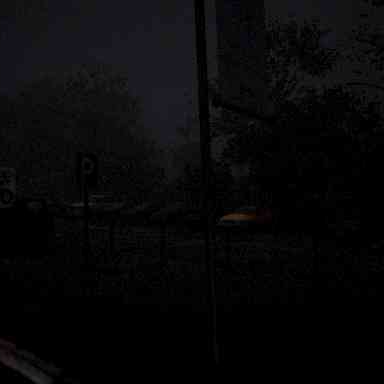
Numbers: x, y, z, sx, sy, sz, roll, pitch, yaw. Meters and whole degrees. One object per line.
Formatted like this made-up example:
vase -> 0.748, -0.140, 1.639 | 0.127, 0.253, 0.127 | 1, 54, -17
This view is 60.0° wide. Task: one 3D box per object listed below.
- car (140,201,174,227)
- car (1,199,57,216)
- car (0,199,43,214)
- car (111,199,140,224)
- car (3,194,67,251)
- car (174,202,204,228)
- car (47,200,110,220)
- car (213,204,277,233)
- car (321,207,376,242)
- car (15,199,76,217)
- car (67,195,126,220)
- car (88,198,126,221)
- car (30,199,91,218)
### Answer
car -> -0.979, 1.497, 23.367 | 2.231, 1.521, 4.892 | 0, 0, 35
car -> -16.846, 1.527, 34.579 | 2.163, 1.488, 4.792 | 0, 0, 35
car -> -19.082, 1.515, 36.237 | 2.163, 1.488, 4.792 | 0, 0, 35
car -> -3.244, 1.498, 24.972 | 2.097, 1.535, 5.008 | 0, 0, 35
car -> -7.858, 1.243, 12.167 | 2.435, 2.045, 5.566 | 0, 0, 35
car -> 1.297, 1.524, 21.779 | 2.163, 1.488, 4.792 | 0, 0, 35
car -> -10.041, 1.505, 29.780 | 2.231, 1.521, 4.892 | 0, 0, 35
car -> 3.437, 1.489, 19.998 | 1.946, 1.575, 5.366 | 0, 0, 35
car -> 8.056, 1.518, 16.914 | 2.163, 1.488, 4.792 | 0, 0, 35
car -> -14.461, 1.497, 33.150 | 1.946, 1.575, 5.366 | 0, 0, 35
car -> -7.791, 1.251, 28.157 | 2.435, 2.045, 5.566 | 0, 0, 35
car -> -5.508, 1.500, 26.578 | 2.097, 1.535, 5.008 | 0, 0, 35
car -> -12.306, 1.503, 31.388 | 2.097, 1.535, 5.008 | 0, 0, 35
